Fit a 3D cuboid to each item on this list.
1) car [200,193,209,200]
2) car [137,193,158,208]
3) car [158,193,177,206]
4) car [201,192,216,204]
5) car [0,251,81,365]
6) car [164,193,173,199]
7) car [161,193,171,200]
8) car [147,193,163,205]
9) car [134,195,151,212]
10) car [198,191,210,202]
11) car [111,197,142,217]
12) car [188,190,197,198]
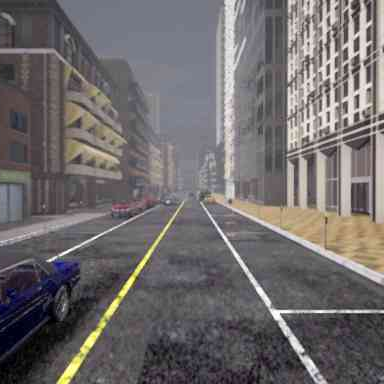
[{"bbox_3d":[2.735,0.996,73.502,1.947,1.339,4.313,0,0,0],"label":"car"},{"bbox_3d":[-5.666,0.999,39.614,2.192,1.841,5.009,0,0,0],"label":"car"},{"bbox_3d":[-3.058,1.130,45.533,2.128,1.511,4.902,0,0,0],"label":"car"},{"bbox_3d":[2.722,1.122,51.078,1.752,1.417,4.829,0,0,0],"label":"car"},{"bbox_3d":[-3.096,1.565,4.277,1.895,1.301,4.718,0,0,0],"label":"car"},{"bbox_3d":[-5.642,0.916,78.985,1.752,1.417,4.829,0,0,0],"label":"car"},{"bbox_3d":[-5.646,0.996,73.506,1.947,1.339,4.313,0,0,0],"label":"car"},{"bbox_3d":[-5.659,1.038,50.912,1.967,1.590,4.097,0,0,0],"label":"car"},{"bbox_3d":[-5.669,1.309,33.968,1.802,1.307,4.206,0,0,0],"label":"car"},{"bbox_3d":[2.432,0.744,61.742,2.150,2.045,5.566,0,0,0],"label":"car"},{"bbox_3d":[-5.673,1.352,28.319,1.802,1.307,4.206,0,0,0],"label":"car"},{"bbox_3d":[0.049,0.757,79.607,1.812,1.442,4.674,0,0,0],"label":"car"}]
